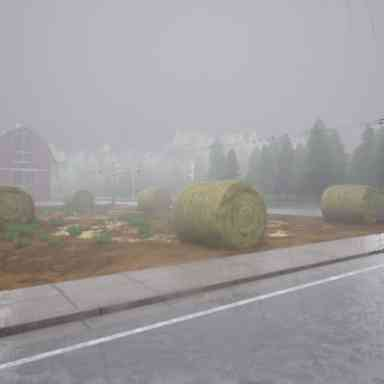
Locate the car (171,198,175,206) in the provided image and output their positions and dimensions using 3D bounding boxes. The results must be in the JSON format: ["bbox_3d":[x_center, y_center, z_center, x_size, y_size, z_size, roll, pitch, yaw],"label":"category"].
[{"bbox_3d":[-3.476,1.618,55.152,1.895,1.301,4.718,0,0,-38],"label":"car"}]
